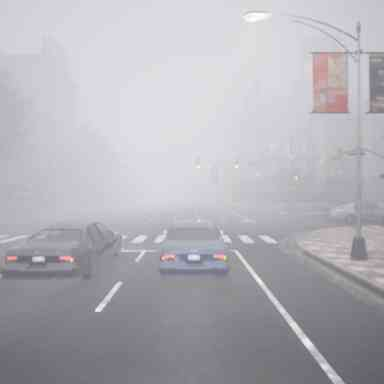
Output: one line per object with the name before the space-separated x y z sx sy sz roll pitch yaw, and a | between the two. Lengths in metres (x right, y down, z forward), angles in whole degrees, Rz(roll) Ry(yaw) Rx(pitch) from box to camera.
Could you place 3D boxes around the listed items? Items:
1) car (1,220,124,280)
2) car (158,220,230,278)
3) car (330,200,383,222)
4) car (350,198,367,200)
car | -3.459 1.562 9.995 2.033 1.411 5.357 0 0 0
car | 0.043 1.561 10.184 2.033 1.411 5.357 0 0 0
car | 13.381 1.611 26.218 4.674 1.442 1.812 1 0 0
car | 20.321 1.528 41.282 5.008 1.535 1.882 0 0 0
